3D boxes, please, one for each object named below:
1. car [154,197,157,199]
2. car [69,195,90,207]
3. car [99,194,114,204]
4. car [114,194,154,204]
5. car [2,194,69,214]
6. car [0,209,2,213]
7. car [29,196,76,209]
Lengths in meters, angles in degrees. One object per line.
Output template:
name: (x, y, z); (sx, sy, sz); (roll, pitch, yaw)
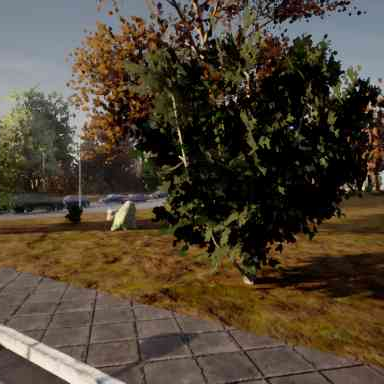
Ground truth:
car: (-5.781, 0.465, 60.108); (2.128, 1.511, 4.902); (0, 3, 40)
car: (-15.490, 1.179, 42.650); (2.097, 1.767, 4.553); (0, 2, 39)
car: (-12.338, 1.009, 52.076); (1.812, 1.442, 4.674); (0, 2, 39)
car: (-8.798, 0.959, 50.901); (2.033, 1.411, 5.357); (0, 3, 39)
car: (-16.513, 1.193, 35.458); (2.150, 2.045, 5.566); (0, 1, 39)
car: (-21.768, 1.646, 34.901); (1.895, 1.301, 4.718); (0, 1, 39)
car: (-18.552, 1.401, 44.433); (2.033, 1.411, 5.357); (0, 2, 39)
